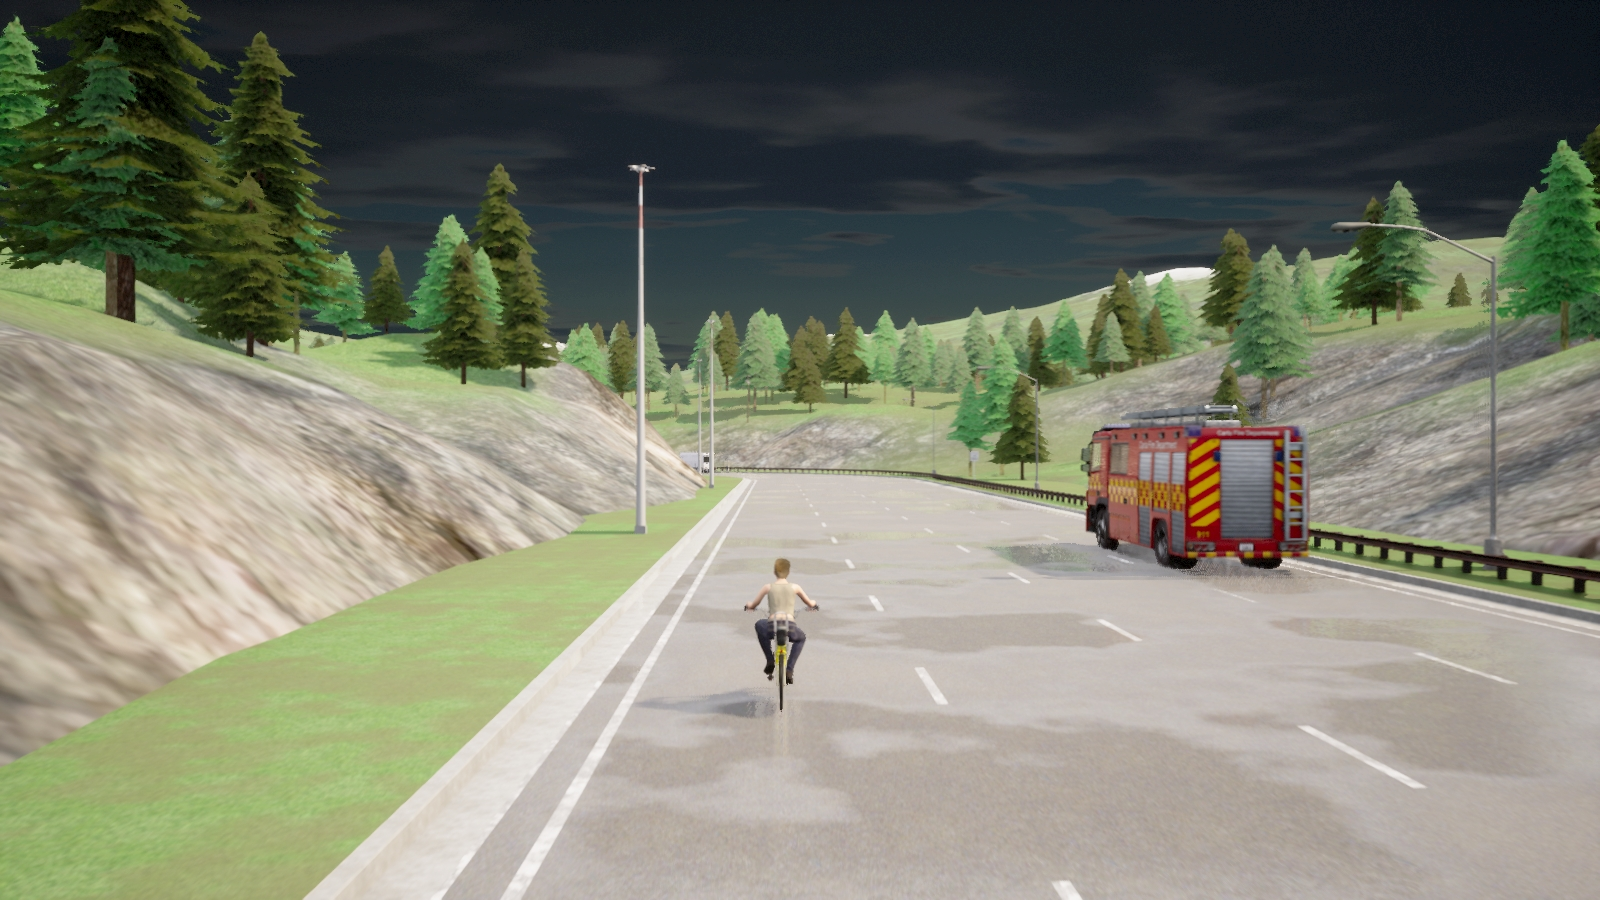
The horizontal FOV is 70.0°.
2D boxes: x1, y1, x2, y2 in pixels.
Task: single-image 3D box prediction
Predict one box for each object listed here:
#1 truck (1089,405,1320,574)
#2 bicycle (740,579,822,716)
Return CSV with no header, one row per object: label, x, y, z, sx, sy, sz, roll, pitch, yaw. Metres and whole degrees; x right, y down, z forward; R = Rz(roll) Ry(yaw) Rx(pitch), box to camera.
truck,10.201,0.891,30.026,2.891,3.827,8.468,0,0,-1
bicycle,-0.208,2.158,12.763,0.859,1.276,1.487,0,0,-1
